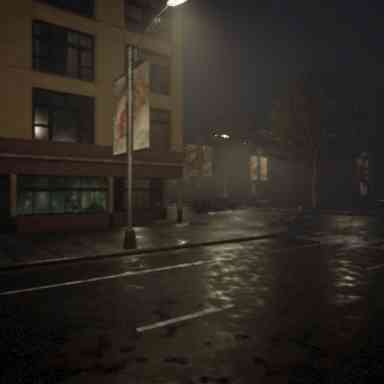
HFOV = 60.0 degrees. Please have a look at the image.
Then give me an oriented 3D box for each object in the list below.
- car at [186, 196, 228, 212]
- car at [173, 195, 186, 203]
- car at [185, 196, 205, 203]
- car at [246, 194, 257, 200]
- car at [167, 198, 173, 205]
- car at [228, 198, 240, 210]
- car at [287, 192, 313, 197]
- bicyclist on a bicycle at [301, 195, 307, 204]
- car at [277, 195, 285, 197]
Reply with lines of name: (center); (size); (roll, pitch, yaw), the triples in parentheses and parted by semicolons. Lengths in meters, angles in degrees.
car: (1.628, 1.493, 38.657); (1.812, 1.442, 4.674); (0, 0, -36)
car: (-2.319, 1.429, 63.997); (1.882, 1.535, 5.008); (0, 0, -36)
car: (0.522, 1.511, 66.041); (1.994, 1.385, 4.181); (0, 0, -36)
car: (13.682, 1.333, 80.827); (2.161, 1.482, 4.786); (0, 0, -36)
car: (-5.634, 1.476, 54.906); (1.895, 1.301, 4.718); (0, 0, -36)
car: (3.880, 1.467, 41.522); (1.837, 1.490, 4.892); (0, 0, -36)
car: (24.158, 1.234, 73.343); (2.002, 1.452, 4.674); (0, 0, -36)
bicyclist on a bicycle: (18.375, 1.236, 54.723); (1.656, 1.620, 0.582); (0, 0, -36)
car: (23.334, 1.366, 87.276); (1.895, 1.301, 4.718); (0, 0, -36)
